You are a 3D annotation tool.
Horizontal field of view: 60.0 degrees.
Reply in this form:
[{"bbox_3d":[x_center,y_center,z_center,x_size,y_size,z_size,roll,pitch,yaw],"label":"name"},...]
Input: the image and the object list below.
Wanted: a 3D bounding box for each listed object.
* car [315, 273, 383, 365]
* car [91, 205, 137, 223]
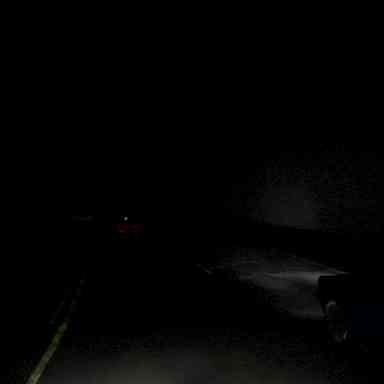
[{"bbox_3d":[3.179,1.584,3.512,1.895,1.301,4.718,0,0,-6],"label":"car"},{"bbox_3d":[-6.300,1.697,26.396,1.895,1.301,4.718,0,0,-39],"label":"car"}]
